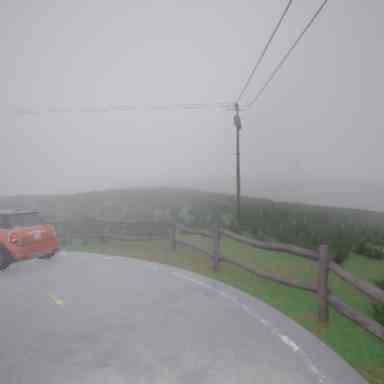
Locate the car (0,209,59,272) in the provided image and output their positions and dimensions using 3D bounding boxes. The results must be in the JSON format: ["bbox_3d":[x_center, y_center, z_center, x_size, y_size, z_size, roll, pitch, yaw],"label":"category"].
[{"bbox_3d":[-6.646,1.345,10.643,4.553,1.767,2.097,0,0,18],"label":"car"}]
